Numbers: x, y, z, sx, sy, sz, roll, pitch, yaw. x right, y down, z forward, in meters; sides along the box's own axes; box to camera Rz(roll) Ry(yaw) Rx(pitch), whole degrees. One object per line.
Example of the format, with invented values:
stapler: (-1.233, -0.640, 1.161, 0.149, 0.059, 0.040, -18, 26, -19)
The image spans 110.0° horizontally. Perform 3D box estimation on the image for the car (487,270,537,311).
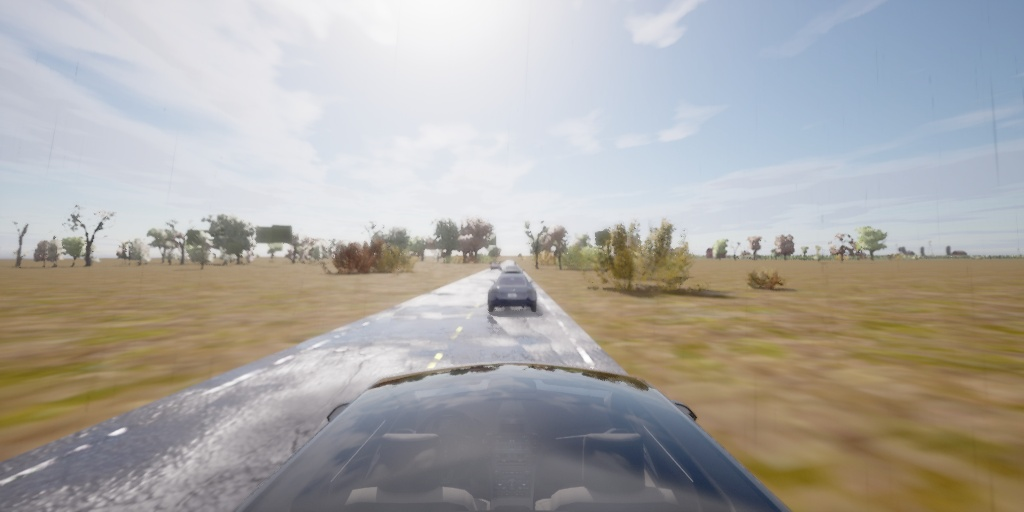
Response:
car: (0.023, 1.456, 15.370, 1.994, 1.385, 4.181, 0, -1, 0)

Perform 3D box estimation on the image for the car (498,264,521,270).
car: (0.023, 1.549, 30.336, 1.837, 1.490, 4.892, 0, 0, 0)
